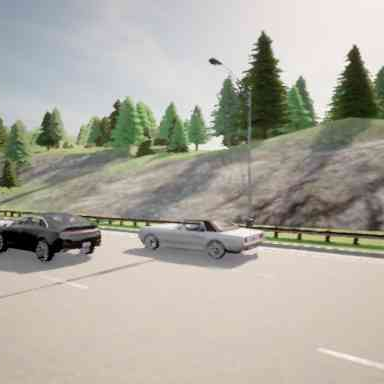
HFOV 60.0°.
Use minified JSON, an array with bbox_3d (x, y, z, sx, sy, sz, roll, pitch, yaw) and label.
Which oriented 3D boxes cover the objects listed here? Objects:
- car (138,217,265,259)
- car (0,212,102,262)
[{"bbox_3d":[0.197,1.588,12.509,4.718,1.301,1.895,0,0,35],"label":"car"},{"bbox_3d":[-5.373,1.483,12.123,4.902,1.511,2.128,0,0,35],"label":"car"}]
